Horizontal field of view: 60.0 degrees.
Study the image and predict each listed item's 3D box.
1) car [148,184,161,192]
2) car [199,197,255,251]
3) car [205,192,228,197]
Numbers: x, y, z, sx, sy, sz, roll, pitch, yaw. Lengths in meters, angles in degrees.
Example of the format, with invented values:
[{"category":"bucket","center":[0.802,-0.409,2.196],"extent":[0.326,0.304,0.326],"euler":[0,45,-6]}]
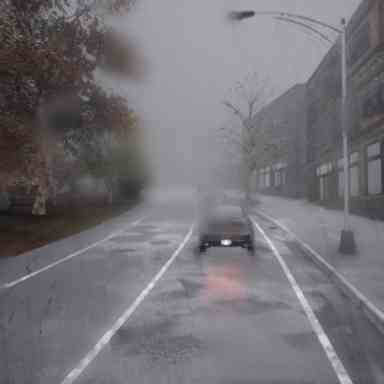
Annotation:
[{"category":"car","center":[-7.213,-0.766,63.387],"extent":[2.128,1.511,4.902],"euler":[2,2,-17]},{"category":"car","center":[1.320,1.193,12.677],"extent":[1.837,1.490,4.892],"euler":[0,3,6]},{"category":"car","center":[2.062,0.687,27.938],"extent":[1.994,1.385,4.181],"euler":[1,2,-1]}]
